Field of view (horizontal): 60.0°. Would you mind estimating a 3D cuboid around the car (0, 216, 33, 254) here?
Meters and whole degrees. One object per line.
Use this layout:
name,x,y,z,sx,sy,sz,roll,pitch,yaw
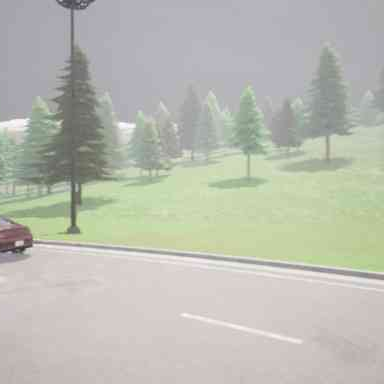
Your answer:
car,-7.640,1.473,11.459,4.674,1.442,1.812,0,0,22
